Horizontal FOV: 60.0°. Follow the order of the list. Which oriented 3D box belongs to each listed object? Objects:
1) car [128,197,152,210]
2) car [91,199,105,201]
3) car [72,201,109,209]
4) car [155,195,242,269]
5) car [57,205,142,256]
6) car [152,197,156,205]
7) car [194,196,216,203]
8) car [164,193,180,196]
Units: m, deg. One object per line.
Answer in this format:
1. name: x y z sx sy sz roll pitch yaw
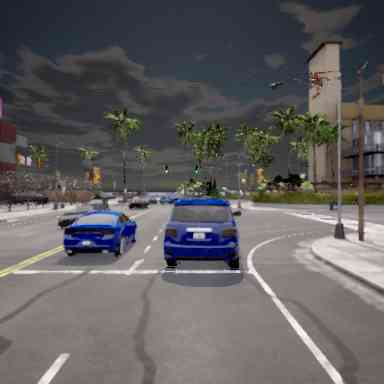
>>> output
1. car: -6.907 1.626 43.107 1.895 1.301 4.718 0 0 3
2. car: -10.498 1.547 36.998 1.812 1.442 4.674 0 0 1
3. car: -7.099 1.560 22.169 2.033 1.411 5.357 0 0 0
4. car: 0.505 1.229 11.347 2.150 2.045 5.566 0 0 7
5. car: -3.403 1.485 13.194 1.882 1.535 5.008 0 0 0
6. car: -7.781 1.582 58.506 2.033 1.411 5.357 0 0 18
7. car: 2.794 1.567 70.578 2.128 1.511 4.902 0 0 36
8. car: -3.807 1.258 59.264 2.150 2.045 5.566 0 0 22
